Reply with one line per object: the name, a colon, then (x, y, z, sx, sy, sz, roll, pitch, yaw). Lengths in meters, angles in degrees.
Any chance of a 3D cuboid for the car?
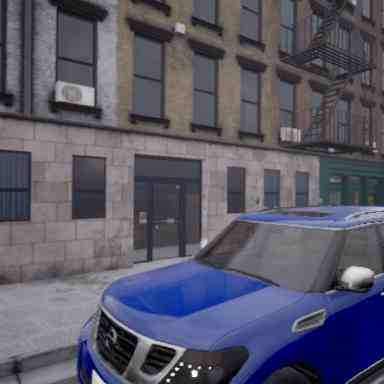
car: (1.491, 1.236, 4.325, 5.566, 2.045, 2.150, 0, 0, -36)
